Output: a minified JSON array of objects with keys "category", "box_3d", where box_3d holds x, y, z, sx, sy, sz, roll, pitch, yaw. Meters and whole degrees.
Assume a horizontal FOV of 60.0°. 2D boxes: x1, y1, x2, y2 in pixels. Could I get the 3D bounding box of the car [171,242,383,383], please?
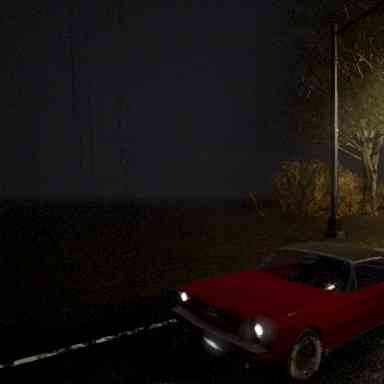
[{"category":"car","box_3d":[2.044,1.599,5.490,4.718,1.301,1.895,0,0,-36]}]
